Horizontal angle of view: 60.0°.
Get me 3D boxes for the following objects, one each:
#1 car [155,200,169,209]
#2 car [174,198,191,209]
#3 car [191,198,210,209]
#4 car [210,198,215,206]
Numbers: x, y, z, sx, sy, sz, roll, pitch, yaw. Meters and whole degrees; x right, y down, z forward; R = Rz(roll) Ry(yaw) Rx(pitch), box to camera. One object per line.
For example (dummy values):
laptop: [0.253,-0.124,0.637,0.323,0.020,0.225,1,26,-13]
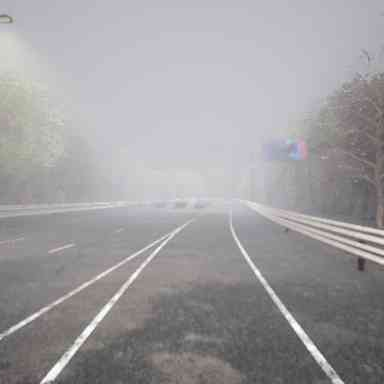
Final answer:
car: [-5.384,2.212,59.434,1.812,1.442,4.674,0,-1,7]
car: [-1.916,2.182,58.972,1.882,1.535,5.008,0,-1,7]
car: [1.542,2.268,58.460,2.033,1.411,5.357,0,-1,7]
car: [3.401,2.486,74.055,1.994,1.385,4.181,0,-1,7]
